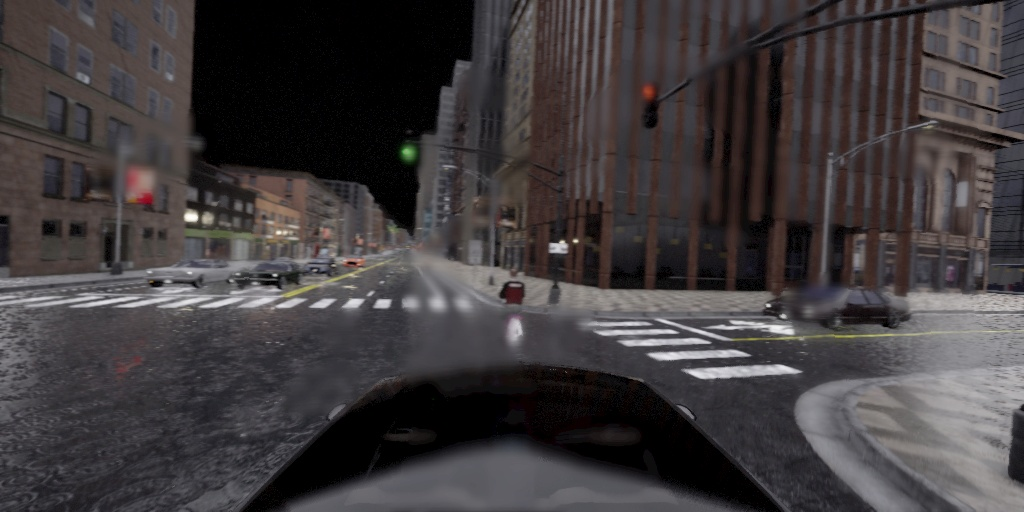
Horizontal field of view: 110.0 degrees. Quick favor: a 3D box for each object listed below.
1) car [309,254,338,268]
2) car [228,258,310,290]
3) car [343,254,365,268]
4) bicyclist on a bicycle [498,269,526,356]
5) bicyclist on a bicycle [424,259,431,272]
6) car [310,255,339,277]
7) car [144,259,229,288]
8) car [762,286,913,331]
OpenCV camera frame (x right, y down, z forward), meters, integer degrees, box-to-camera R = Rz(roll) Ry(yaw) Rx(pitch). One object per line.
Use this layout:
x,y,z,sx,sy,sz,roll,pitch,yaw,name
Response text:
-22.948,0.579,43.928,2.128,1.511,4.902,3,-1,-16,car
-12.331,0.947,18.582,1.895,1.301,4.718,3,-1,-16,car
-20.108,0.580,45.847,2.097,1.767,4.553,3,0,-16,car
-0.057,1.154,7.886,0.659,1.776,1.843,2,1,-16,bicyclist on a bicycle
-9.987,1.090,42.416,0.866,1.612,1.509,3,0,-16,bicyclist on a bicycle
-15.207,0.868,28.615,1.994,1.385,4.181,3,-1,-16,car
-15.481,0.799,17.712,1.895,1.301,4.718,3,-1,-15,car
12.009,1.825,13.173,5.357,1.411,2.033,2,1,-16,car
